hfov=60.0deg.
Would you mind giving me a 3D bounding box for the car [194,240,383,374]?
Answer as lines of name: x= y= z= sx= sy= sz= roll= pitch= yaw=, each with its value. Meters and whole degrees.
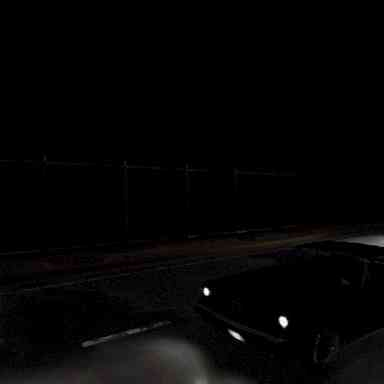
car: x=2.370 y=1.601 z=5.747 sx=4.718 sy=1.301 sz=1.895 roll=0 pitch=0 yaw=-36
